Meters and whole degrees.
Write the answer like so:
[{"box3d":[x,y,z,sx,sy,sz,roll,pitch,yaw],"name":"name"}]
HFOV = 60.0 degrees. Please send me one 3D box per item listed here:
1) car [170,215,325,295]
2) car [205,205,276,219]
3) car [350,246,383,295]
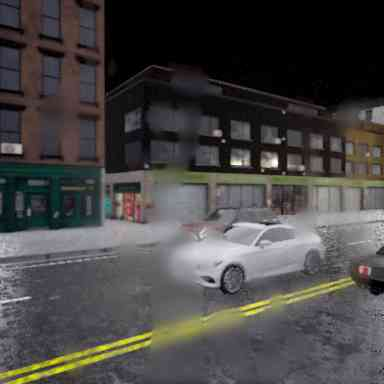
[{"box3d":[1.654,1.528,8.847,4.674,1.442,1.812,0,0,-35],"name":"car"},{"box3d":[1.520,1.355,12.738,4.553,1.767,2.097,0,0,-35],"name":"car"},{"box3d":[5.655,1.604,7.466,4.718,1.301,1.895,0,0,-35],"name":"car"}]
